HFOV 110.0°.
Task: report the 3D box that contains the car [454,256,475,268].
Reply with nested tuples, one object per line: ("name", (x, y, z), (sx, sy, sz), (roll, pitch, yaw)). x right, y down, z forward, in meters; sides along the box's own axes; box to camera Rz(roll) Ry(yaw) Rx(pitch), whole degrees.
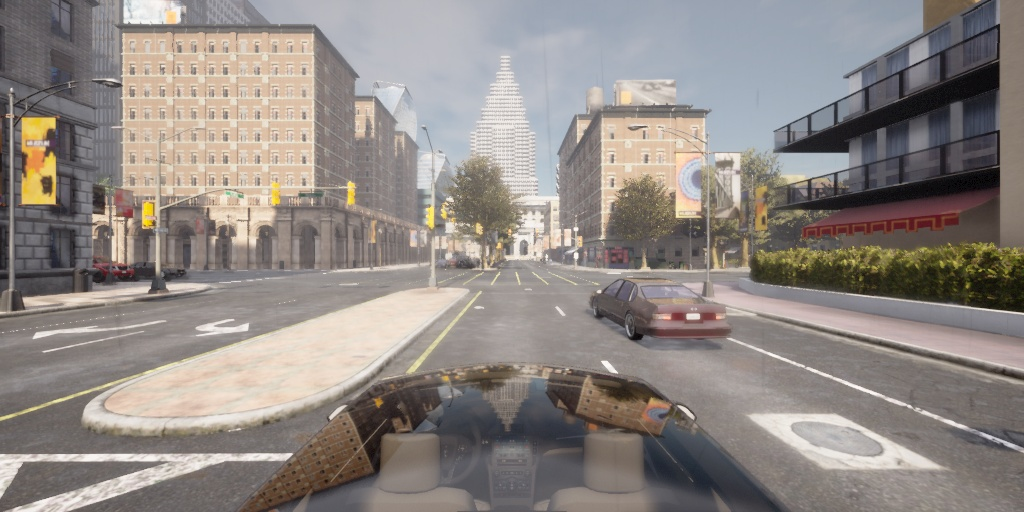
("car", (-8.066, 0.975, 60.726), (2.150, 2.045, 5.566), (0, 0, 0))

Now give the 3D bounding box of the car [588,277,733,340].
("car", (3.633, 1.298, 9.916), (2.033, 1.411, 5.357), (0, 0, -3))

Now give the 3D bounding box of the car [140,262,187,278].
("car", (-32.851, 1.257, 32.992), (4.892, 1.490, 1.837), (0, 0, 0))

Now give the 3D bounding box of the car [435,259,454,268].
("car", (-11.562, 1.301, 60.101), (2.033, 1.411, 5.357), (0, 0, 0))

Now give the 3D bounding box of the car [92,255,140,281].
("car", (-34.650, 0.973, 29.465), (5.566, 2.045, 2.150), (0, 0, 0))
